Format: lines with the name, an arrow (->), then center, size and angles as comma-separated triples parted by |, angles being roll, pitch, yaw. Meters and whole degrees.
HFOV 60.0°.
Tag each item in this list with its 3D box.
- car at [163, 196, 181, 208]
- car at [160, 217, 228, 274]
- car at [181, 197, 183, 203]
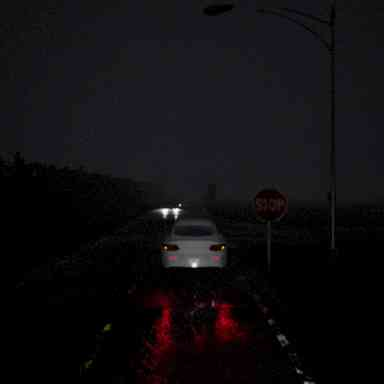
car -> -2.846, 1.509, 45.468 | 1.895, 1.301, 4.718 | 0, 0, 0
car -> 0.068, 1.507, 10.374 | 1.812, 1.442, 4.674 | 0, 0, 0
car -> -2.787, 1.427, 62.891 | 1.994, 1.385, 4.181 | 0, 0, 0
